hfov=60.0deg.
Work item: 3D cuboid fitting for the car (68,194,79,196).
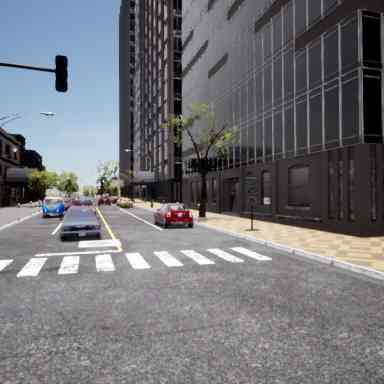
[{"bbox_3d":[-20.919,1.351,56.795,2.192,1.841,5.009,1,0,-17],"label":"car"}]

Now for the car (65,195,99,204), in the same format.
[{"bbox_3d":[-8.912,1.369,27.160,2.097,1.767,4.553,0,0,-17],"label":"car"}]

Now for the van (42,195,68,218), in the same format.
[{"bbox_3d":[-12.632,1.360,30.394,1.690,1.788,3.998,1,0,-17],"label":"van"}]

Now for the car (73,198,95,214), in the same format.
[{"bbox_3d":[-11.992,1.515,37.069,2.128,1.511,4.902,0,0,-17],"label":"car"}]

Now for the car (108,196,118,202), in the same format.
[{"bbox_3d":[-17.947,1.575,75.298,1.752,1.417,4.829,1,0,-17],"label":"car"}]

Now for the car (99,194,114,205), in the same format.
[{"bbox_3d":[-15.132,1.389,57.310,2.097,1.767,4.553,0,0,-17],"label":"car"}]

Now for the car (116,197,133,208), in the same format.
[{"bbox_3d":[-9.659,1.558,48.895,1.752,1.417,4.829,1,0,-17],"label":"car"}]

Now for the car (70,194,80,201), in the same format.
[{"bbox_3d":[-29.207,1.369,83.198,2.192,1.841,5.009,1,0,-17],"label":"car"}]

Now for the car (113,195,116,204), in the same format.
[{"bbox_3d":[-11.317,1.561,54.175,1.752,1.417,4.829,1,0,-17],"label":"car"}]

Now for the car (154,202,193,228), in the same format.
[{"bbox_3d":[-1.319,1.455,22.328,1.967,1.590,4.097,1,0,-17],"label":"car"}]

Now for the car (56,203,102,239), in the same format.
[{"bbox_3d":[-5.974,1.558,17.707,2.033,1.411,5.357,0,0,-21],"label":"car"}]

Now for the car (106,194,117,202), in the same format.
[{"bbox_3d":[-19.551,1.368,80.418,2.192,1.841,5.009,1,0,-17],"label":"car"}]

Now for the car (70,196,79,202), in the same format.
[{"bbox_3d":[-27.502,1.575,77.755,1.752,1.417,4.829,1,0,-17],"label":"car"}]

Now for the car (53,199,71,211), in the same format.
[{"bbox_3d":[-15.951,1.608,40.953,1.802,1.307,4.206,1,0,-17],"label":"car"}]

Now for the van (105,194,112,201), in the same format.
[{"bbox_3d":[-22.867,1.401,90.979,1.690,1.788,3.998,1,0,-17],"label":"van"}]

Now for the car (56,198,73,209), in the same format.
[{"bbox_3d":[-17.608,1.595,46.234,1.947,1.339,4.313,1,0,-17],"label":"car"}]
